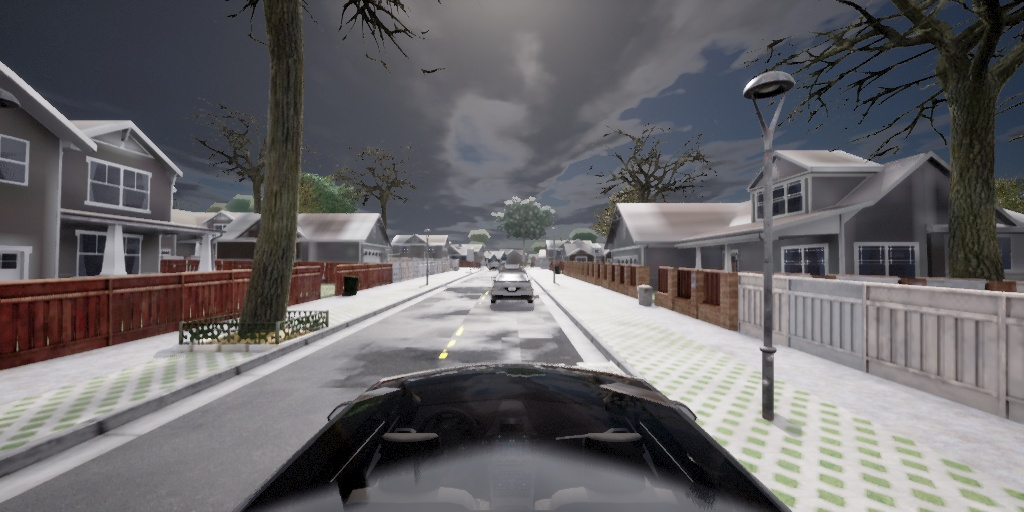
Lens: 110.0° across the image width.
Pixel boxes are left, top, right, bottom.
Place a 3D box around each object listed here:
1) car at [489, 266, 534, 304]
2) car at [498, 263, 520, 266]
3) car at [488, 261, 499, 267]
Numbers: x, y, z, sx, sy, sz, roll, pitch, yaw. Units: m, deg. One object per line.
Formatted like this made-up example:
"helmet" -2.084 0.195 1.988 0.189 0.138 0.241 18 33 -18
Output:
"car" 0.000 1.342 16.507 2.033 1.411 5.357 0 0 0
"car" 0.000 1.371 31.512 1.837 1.490 4.892 0 0 0
"car" -2.750 1.651 58.519 1.837 1.490 4.892 0 -1 0
